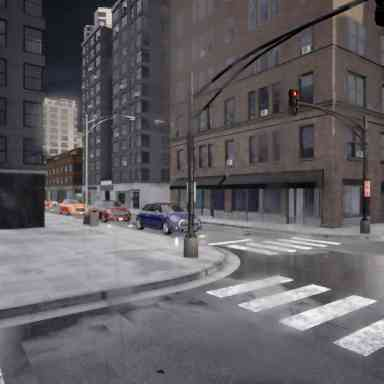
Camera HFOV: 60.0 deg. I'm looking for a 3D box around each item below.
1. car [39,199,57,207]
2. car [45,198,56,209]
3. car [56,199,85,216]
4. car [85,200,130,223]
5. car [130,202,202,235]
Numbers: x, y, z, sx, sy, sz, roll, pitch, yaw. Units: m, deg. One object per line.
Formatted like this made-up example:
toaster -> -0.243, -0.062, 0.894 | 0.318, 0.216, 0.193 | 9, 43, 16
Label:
car -> -24.761, 1.863, 57.213 | 1.895, 1.301, 4.718 | 0, 0, -35
car -> -21.589, 1.571, 47.869 | 2.097, 1.767, 4.553 | 0, 0, -36
car -> -12.245, 1.502, 34.660 | 2.097, 1.767, 4.553 | 0, 0, -35
car -> -6.645, 1.460, 26.787 | 2.097, 1.767, 4.553 | 0, 0, -35
car -> -1.447, 1.420, 19.504 | 2.097, 1.767, 4.553 | 0, 0, -38
